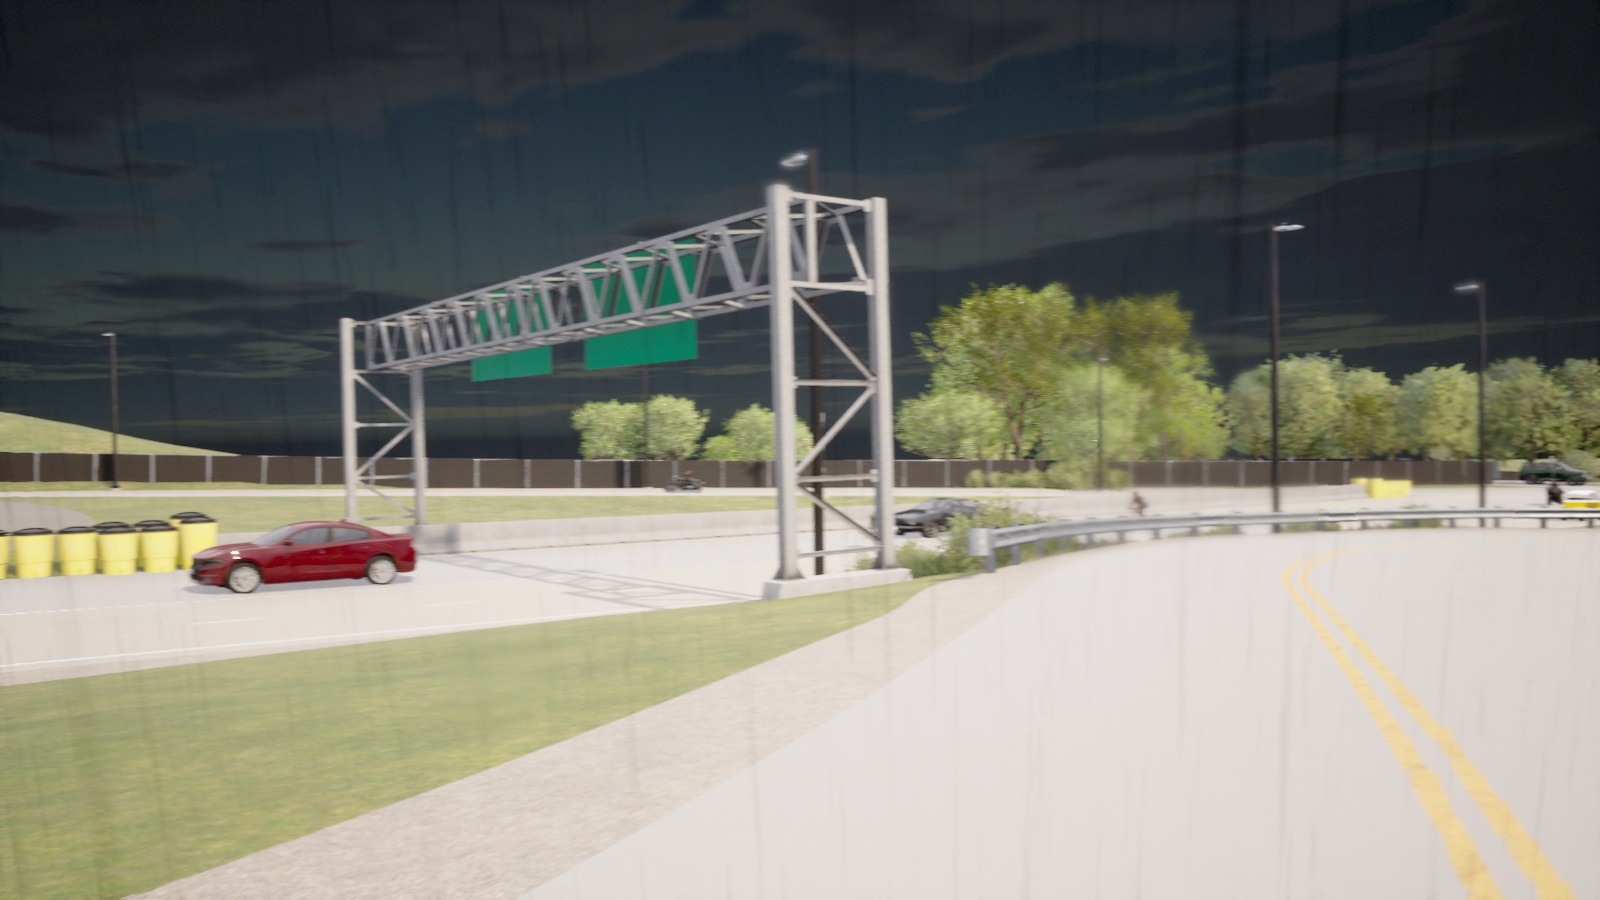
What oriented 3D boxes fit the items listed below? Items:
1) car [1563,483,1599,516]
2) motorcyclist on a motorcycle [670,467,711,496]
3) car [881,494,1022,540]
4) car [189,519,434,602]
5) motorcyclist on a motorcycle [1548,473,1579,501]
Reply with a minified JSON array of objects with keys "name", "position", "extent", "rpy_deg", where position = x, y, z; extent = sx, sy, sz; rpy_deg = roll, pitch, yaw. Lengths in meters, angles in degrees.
[{"name":"car","position":[35.860,2.246,56.897],"extent":[2.207,1.376,1.481],"rpy_deg":[-1,0,-38]},{"name":"motorcyclist on a motorcycle","position":[-6.594,1.887,75.623],"extent":[2.350,1.649,0.766],"rpy_deg":[0,1,-11]},{"name":"car","position":[5.712,2.465,46.936],"extent":[5.357,1.411,2.033],"rpy_deg":[0,0,-38]},{"name":"car","position":[-11.360,2.507,29.375],"extent":[5.008,1.535,1.882],"rpy_deg":[0,0,-38]},{"name":"motorcyclist on a motorcycle","position":[43.590,2.108,71.684],"extent":[2.044,1.523,0.797],"rpy_deg":[-1,0,-38]}]
